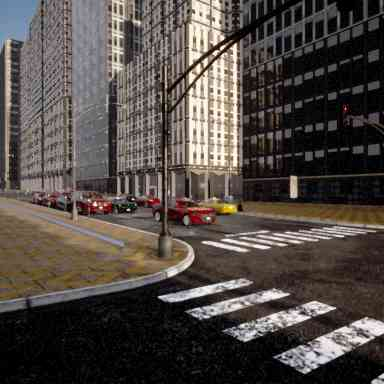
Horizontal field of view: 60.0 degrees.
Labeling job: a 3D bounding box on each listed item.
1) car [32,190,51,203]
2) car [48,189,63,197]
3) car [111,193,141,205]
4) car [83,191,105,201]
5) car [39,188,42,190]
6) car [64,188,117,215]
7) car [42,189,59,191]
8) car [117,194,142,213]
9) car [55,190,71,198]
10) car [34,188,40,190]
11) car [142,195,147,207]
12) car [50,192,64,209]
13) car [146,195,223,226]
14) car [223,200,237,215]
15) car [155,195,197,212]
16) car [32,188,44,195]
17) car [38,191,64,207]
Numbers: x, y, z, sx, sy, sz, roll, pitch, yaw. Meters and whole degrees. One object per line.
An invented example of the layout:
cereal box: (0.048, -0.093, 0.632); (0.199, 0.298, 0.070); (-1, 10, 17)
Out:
car: (-18.323, 0.793, 40.826); (1.802, 1.307, 4.206); (1, 0, -36)
car: (-28.127, 0.214, 68.469); (2.008, 1.369, 4.403); (1, 0, -36)
car: (-8.248, 0.856, 41.236); (1.947, 1.339, 4.313); (1, 0, -36)
car: (-14.874, 0.646, 50.314); (1.947, 1.339, 4.313); (1, 0, -36)
car: (-31.441, 0.104, 73.009); (1.887, 1.381, 4.507); (1, 0, -36)
car: (-8.378, 0.841, 27.209); (2.192, 1.841, 5.009); (1, 0, -36)
car: (-25.091, 0.380, 59.870); (2.033, 1.411, 5.357); (0, 1, -34)
car: (-6.512, 1.112, 29.018); (1.895, 1.301, 4.718); (0, 1, -36)
car: (-24.914, 0.289, 64.068); (1.752, 1.417, 4.829); (1, 0, -36)
car: (-34.752, -0.104, 77.547); (1.967, 1.590, 4.097); (1, 0, -36)
car: (-4.934, 0.977, 36.697); (1.802, 1.307, 4.206); (1, 0, -36)
car: (-11.697, 0.987, 31.749); (1.947, 1.339, 4.313); (1, 0, -36)
car: (-0.599, 1.177, 20.908); (1.882, 1.535, 5.008); (0, 1, -38)
car: (1.662, 1.127, 27.811); (1.752, 1.417, 4.829); (1, 0, -36)
car: (-1.620, 1.066, 32.158); (1.947, 1.339, 4.313); (1, 0, -36)
car: (-38.065, -0.208, 82.086); (1.967, 1.590, 4.097); (1, 0, -36)
car: (-15.009, 0.861, 36.287); (1.887, 1.381, 4.507); (1, 0, -36)
